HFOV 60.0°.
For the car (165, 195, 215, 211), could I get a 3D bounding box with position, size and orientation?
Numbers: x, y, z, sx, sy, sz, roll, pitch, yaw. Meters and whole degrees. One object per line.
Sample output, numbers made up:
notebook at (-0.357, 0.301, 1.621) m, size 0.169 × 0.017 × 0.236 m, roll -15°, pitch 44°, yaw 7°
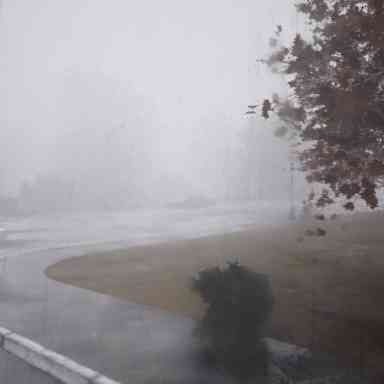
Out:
car at (-0.109, 1.051, 34.276) m, size 5.357 × 1.411 × 2.033 m, roll -3°, pitch 2°, yaw -36°
